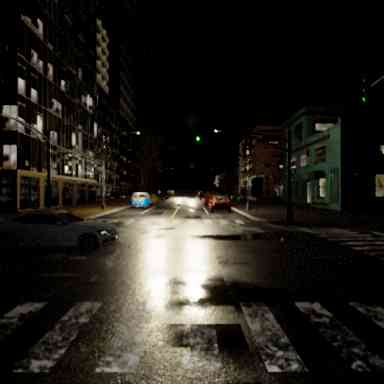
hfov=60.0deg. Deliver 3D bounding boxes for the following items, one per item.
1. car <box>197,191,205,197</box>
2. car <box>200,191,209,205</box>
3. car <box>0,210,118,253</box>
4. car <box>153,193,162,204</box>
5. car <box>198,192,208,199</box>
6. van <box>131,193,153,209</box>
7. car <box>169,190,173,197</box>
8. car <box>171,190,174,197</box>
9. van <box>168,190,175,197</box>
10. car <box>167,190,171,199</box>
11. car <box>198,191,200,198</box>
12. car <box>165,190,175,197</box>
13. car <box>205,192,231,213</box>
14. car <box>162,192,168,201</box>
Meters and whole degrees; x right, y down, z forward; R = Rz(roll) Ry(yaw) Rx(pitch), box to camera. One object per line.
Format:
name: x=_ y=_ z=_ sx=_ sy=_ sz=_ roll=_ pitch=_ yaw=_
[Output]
car: x=2.492 y=0.538 z=88.517 sx=1.967 sy=1.590 sz=4.097 roll=1 pitch=1 yaw=0
car: x=2.604 y=0.876 z=43.126 sx=2.192 sy=1.841 sz=5.009 roll=1 pitch=1 yaw=0
car: x=-5.167 y=1.401 z=12.498 sx=4.674 sy=1.442 sz=1.812 roll=0 pitch=1 yaw=0
car: x=-5.793 y=1.032 z=48.574 sx=1.752 sy=1.417 sz=4.829 roll=1 pitch=1 yaw=0
car: x=2.518 y=0.779 z=77.171 sx=1.947 sy=1.339 sz=4.313 roll=1 pitch=1 yaw=0
van: x=-5.763 y=0.961 z=37.394 sx=1.690 sy=1.788 sz=3.998 roll=1 pitch=1 yaw=0
car: x=-5.849 y=0.839 z=71.439 sx=1.947 sy=1.339 sz=4.313 roll=1 pitch=1 yaw=0
car: x=-5.875 y=0.707 z=82.786 sx=2.008 sy=1.369 sz=4.403 roll=1 pitch=1 yaw=0
van: x=-5.899 y=0.382 z=94.131 sx=1.690 sy=1.788 sz=3.998 roll=1 pitch=1 yaw=0
car: x=-5.835 y=0.897 z=65.765 sx=1.947 sy=1.339 sz=4.313 roll=1 pitch=1 yaw=0
car: x=2.549 y=0.645 z=65.822 sx=2.192 sy=1.841 sz=5.009 roll=1 pitch=1 yaw=0
car: x=-5.885 y=0.414 z=88.457 sx=2.192 sy=1.841 sz=5.009 roll=1 pitch=1 yaw=0
car: x=2.628 y=1.117 z=31.780 sx=1.967 sy=1.590 sz=4.097 roll=1 pitch=1 yaw=0
car: x=-5.822 y=0.971 z=60.091 sx=1.802 sy=1.307 sz=4.206 roll=1 pitch=1 yaw=0
